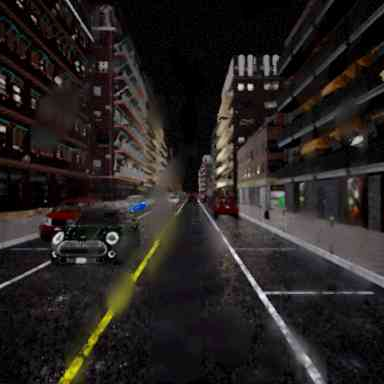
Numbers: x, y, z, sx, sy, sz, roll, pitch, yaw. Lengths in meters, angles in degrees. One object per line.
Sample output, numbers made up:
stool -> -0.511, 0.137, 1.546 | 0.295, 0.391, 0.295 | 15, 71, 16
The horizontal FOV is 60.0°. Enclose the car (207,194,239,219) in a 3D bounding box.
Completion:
car -> 2.716, 1.234, 27.903 | 2.192, 1.841, 5.009 | 0, 0, 0

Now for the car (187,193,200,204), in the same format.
car -> 0.035, 1.354, 58.831 | 1.837, 1.490, 4.892 | 0, 0, 0

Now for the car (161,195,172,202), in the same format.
car -> -5.641, 1.374, 73.205 | 2.008, 1.369, 4.403 | 0, 0, 0

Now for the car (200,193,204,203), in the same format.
car -> 2.732, 1.409, 61.876 | 1.947, 1.339, 4.313 | 0, 0, 0

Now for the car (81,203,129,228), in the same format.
car -> -5.669, 1.486, 22.245 | 2.008, 1.369, 4.403 | 0, 0, 0

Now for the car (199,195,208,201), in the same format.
car -> 2.743, 1.379, 78.862 | 1.947, 1.339, 4.313 | 0, 0, 0

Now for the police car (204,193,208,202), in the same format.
police car -> 3.027, 1.302, 45.447 | 1.930, 1.638, 5.238 | 0, 0, 0

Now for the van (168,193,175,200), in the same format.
van -> -5.630, 1.139, 90.190 | 1.690, 1.788, 3.998 | 0, 0, 0

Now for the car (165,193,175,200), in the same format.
car -> -5.632, 1.120, 84.528 | 2.192, 1.841, 5.009 | 0, 0, 0

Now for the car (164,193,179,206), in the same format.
car -> -3.033, 1.386, 53.261 | 1.812, 1.442, 4.674 | 0, 0, 0

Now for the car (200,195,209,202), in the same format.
car -> 2.739, 1.368, 73.201 | 1.887, 1.381, 4.507 | 0, 0, 0

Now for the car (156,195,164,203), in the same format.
car -> -5.648, 1.370, 61.710 | 1.752, 1.417, 4.829 | 0, 0, 0

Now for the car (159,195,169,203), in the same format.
car -> -5.644, 1.360, 67.373 | 1.752, 1.417, 4.829 | 0, 0, 0

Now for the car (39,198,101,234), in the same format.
car -> -5.670, 1.266, 16.583 | 2.192, 1.841, 5.009 | 0, 0, 0

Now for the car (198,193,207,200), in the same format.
car -> 2.750, 1.112, 90.186 | 2.192, 1.841, 5.009 | 0, 0, 0

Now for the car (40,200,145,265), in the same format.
car -> -3.091, 1.317, 11.521 | 2.097, 1.767, 4.553 | 0, 0, 0

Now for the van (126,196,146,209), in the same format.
van -> -5.661, 1.246, 33.570 | 1.690, 1.788, 3.998 | 0, 0, 0

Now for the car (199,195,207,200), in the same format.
car -> 2.746, 1.387, 84.524 | 1.802, 1.307, 4.206 | 0, 0, 0
